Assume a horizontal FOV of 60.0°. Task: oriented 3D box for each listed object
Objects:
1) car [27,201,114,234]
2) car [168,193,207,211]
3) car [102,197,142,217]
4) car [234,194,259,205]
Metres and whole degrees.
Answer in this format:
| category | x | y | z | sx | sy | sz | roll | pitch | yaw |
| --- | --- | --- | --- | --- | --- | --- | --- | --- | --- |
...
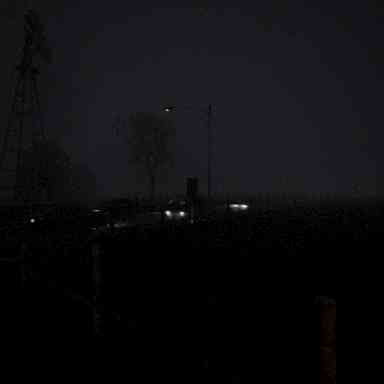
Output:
| category | x | y | z | sx | sy | sz | roll | pitch | yaw |
| --- | --- | --- | --- | --- | --- | --- | --- | --- | --- |
| car | -6.807 | 1.416 | 18.469 | 1.994 | 1.385 | 4.181 | 2 | 2 | 40 |
| car | -0.383 | 0.924 | 33.629 | 2.097 | 1.767 | 4.553 | 1 | 2 | 35 |
| car | -6.023 | 1.206 | 25.676 | 1.837 | 1.490 | 4.892 | 1 | 2 | 35 |
| car | 7.296 | 0.962 | 44.446 | 1.994 | 1.385 | 4.181 | 1 | 2 | 36 |
